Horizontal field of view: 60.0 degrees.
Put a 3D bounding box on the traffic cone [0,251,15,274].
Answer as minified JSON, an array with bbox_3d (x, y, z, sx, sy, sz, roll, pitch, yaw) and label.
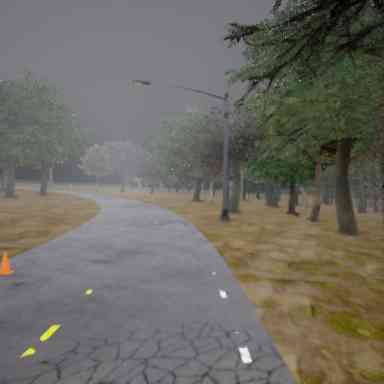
[{"bbox_3d":[-5.052,1.902,9.014,0.340,0.580,0.340,1,0,-2],"label":"traffic cone"}]
